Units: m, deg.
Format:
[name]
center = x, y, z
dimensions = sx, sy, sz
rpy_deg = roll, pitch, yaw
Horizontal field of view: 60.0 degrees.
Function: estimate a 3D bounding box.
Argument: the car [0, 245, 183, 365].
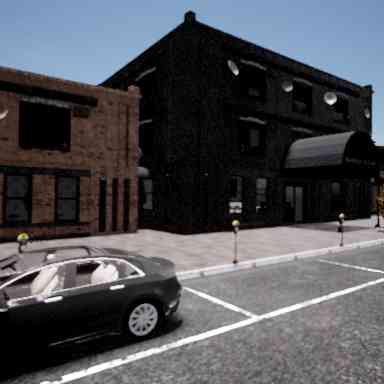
[car]
center = -2.211, 1.555, 4.968
dimensions = 4.403, 1.369, 2.008
rpy_deg = 0, 1, -35
